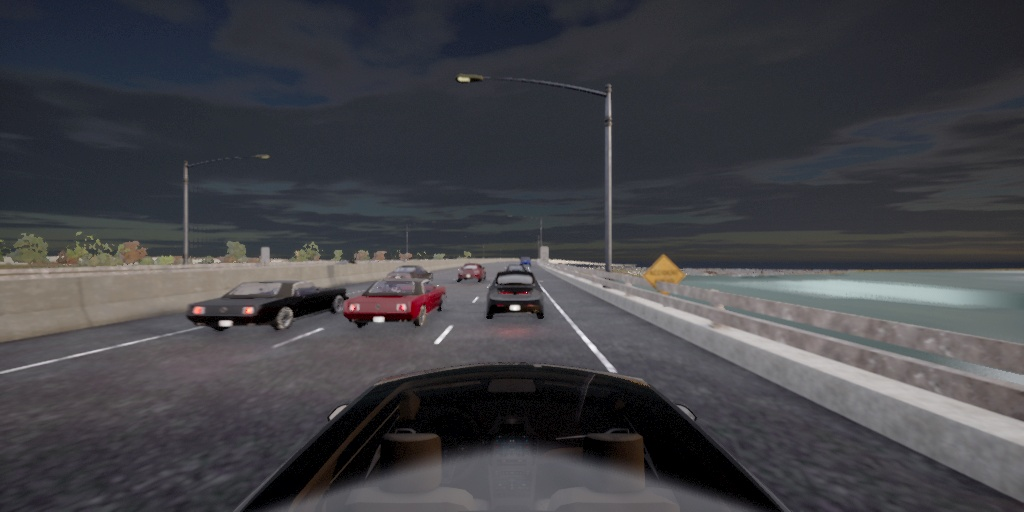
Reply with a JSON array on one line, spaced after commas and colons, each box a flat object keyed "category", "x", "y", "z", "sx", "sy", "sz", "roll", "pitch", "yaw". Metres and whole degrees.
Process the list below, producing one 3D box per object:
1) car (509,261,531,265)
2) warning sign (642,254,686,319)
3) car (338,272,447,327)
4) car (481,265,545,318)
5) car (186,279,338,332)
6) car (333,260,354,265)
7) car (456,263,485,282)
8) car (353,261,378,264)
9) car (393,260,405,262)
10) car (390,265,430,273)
[{"category": "car", "x": 0.313, "y": 1.337, "z": 28.565, "sx": 1.994, "sy": 1.385, "sz": 4.181, "roll": 0, "pitch": 0, "yaw": 1}, {"category": "warning sign", "x": 4.580, "y": 0.871, "z": 10.780, "sx": 1.300, "sy": 1.860, "sz": 1.060, "roll": 0, "pitch": 0, "yaw": 0}, {"category": "car", "x": -3.397, "y": 1.356, "z": 11.474, "sx": 1.895, "sy": 1.301, "sz": 4.718, "roll": 0, "pitch": 0, "yaw": 1}, {"category": "car", "x": 0.123, "y": 1.263, "z": 13.017, "sx": 1.837, "sy": 1.490, "sz": 4.892, "roll": 0, "pitch": 0, "yaw": 1}, {"category": "car", "x": -6.905, "y": 1.354, "z": 10.920, "sx": 1.895, "sy": 1.301, "sz": 4.718, "roll": 0, "pitch": 0, "yaw": 1}, {"category": "car", "x": -23.812, "y": 1.315, "z": 51.309, "sx": 1.837, "sy": 1.490, "sz": 4.892, "roll": 0, "pitch": 0, "yaw": 2}, {"category": "car", "x": -3.182, "y": 1.299, "z": 28.870, "sx": 1.812, "sy": 1.442, "sz": 4.674, "roll": 0, "pitch": 0, "yaw": 1}, {"category": "car", "x": -20.315, "y": 1.410, "z": 51.284, "sx": 1.895, "sy": 1.301, "sz": 4.718, "roll": 0, "pitch": 0, "yaw": 2}, {"category": "car", "x": -16.756, "y": 1.337, "z": 52.909, "sx": 1.812, "sy": 1.442, "sz": 4.674, "roll": 0, "pitch": 0, "yaw": 2}, {"category": "car", "x": -6.790, "y": 1.315, "z": 24.141, "sx": 2.033, "sy": 1.411, "sz": 5.357, "roll": 0, "pitch": 0, "yaw": 1}]
